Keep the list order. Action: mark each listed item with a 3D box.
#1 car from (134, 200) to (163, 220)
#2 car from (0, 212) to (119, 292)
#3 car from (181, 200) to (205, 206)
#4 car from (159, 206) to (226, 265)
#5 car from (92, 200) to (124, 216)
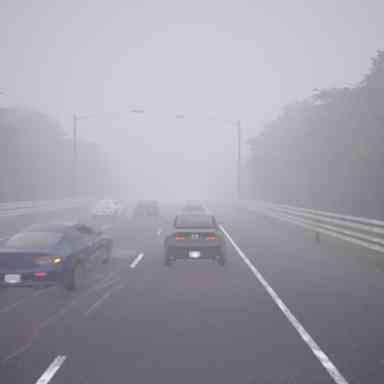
[{"bbox_3d":[-3.414,1.347,26.557,2.128,1.511,4.902,0,0,0],"label":"car"},{"bbox_3d":[-3.425,1.478,8.681,1.812,1.442,4.674,0,0,0],"label":"car"},{"bbox_3d":[0.088,1.376,27.464,1.812,1.442,4.674,0,0,0],"label":"car"},{"bbox_3d":[0.086,1.442,11.479,1.837,1.490,4.892,0,0,0],"label":"car"},{"bbox_3d":[-6.910,1.375,27.627,1.812,1.442,4.674,0,0,0],"label":"car"}]
